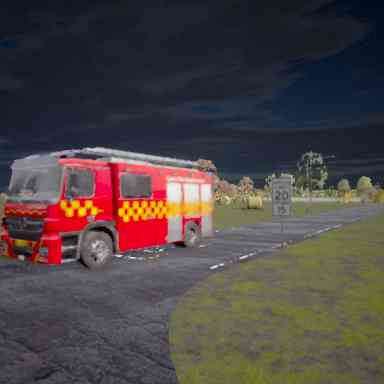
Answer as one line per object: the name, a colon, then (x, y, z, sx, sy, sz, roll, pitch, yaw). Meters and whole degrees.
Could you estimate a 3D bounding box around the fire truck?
fire truck: (-2.502, 0.489, 13.059, 2.891, 3.827, 8.468, -1, -1, 35)
